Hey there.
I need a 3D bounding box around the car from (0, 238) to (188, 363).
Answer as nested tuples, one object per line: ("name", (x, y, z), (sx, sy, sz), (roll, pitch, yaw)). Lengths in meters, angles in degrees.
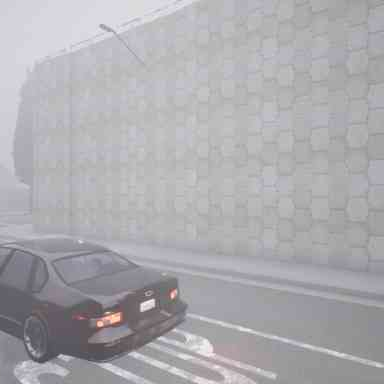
("car", (-2.638, 1.547, 5.859), (5.357, 1.411, 2.033), (0, 0, 35))
